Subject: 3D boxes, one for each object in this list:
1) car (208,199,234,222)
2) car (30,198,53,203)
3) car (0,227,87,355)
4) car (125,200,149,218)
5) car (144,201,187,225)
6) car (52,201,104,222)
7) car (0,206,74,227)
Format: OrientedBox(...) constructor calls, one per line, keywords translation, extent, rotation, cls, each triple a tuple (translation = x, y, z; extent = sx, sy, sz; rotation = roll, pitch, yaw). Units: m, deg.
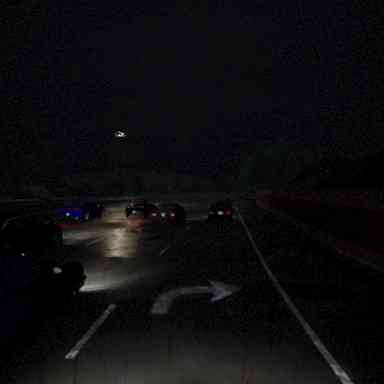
OrientedBox(translation=(2.201, 1.494, 25.559), extent=(2.033, 1.411, 5.357), rotation=(0, 0, 6), cls="car")
OrientedBox(translation=(-17.589, 1.438, 39.143), extent=(1.994, 1.385, 4.181), rotation=(0, 0, 7), cls="car")
OrientedBox(translation=(-3.243, 1.530, 4.616), extent=(2.033, 1.411, 5.357), rotation=(0, 0, 2), cls="car")
OrientedBox(translation=(-4.432, 1.415, 29.326), extent=(2.128, 1.511, 4.902), rotation=(0, 0, 6), cls="car")
OrientedBox(translation=(-1.545, 1.490, 23.504), extent=(2.033, 1.411, 5.357), rotation=(0, 0, 6), cls="car")
OrientedBox(translation=(-8.355, 1.401, 25.558), extent=(1.882, 1.535, 5.008), rotation=(0, 0, 6), cls="car")
OrientedBox(translation=(-6.254, 1.452, 11.458), extent=(2.128, 1.511, 4.902), rotation=(0, 0, 5), cls="car")
